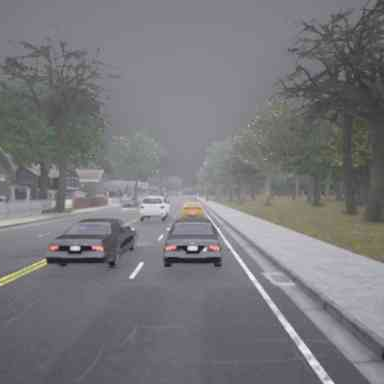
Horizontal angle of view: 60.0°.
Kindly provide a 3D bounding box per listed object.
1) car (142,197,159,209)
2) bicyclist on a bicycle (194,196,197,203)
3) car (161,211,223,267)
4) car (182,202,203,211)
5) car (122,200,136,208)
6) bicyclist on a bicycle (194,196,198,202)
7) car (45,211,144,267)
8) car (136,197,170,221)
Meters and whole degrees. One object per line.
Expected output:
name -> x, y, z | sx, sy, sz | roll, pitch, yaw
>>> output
car -> -6.588, 1.694, 52.837 | 2.097, 1.767, 4.553 | 0, 0, 0
bicyclist on a bicycle -> 0.878, 1.894, 81.434 | 0.659, 1.776, 1.843 | 0, 0, 0
car -> 0.042, 1.624, 11.737 | 2.033, 1.411, 5.357 | 0, 0, 1
car -> 0.071, 1.685, 31.964 | 1.882, 1.535, 5.008 | 0, 0, 0
car -> -9.834, 1.908, 53.346 | 1.994, 1.385, 4.181 | 0, 0, 0
bicyclist on a bicycle -> 0.876, 1.907, 72.435 | 0.866, 1.612, 1.509 | 0, 0, 0
car -> -3.208, 1.624, 11.712 | 2.033, 1.411, 5.357 | 0, 0, 1
car -> -3.190, 1.415, 29.433 | 2.150, 2.045, 5.566 | 0, 0, 0
